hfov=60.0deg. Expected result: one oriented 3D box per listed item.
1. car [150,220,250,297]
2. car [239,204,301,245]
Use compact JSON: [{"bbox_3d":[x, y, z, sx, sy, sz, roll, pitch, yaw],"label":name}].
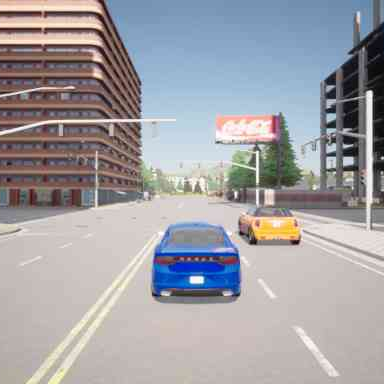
[{"bbox_3d":[0.085,1.478,8.639,1.882,1.535,5.008,0,0,0],"label":"car"},{"bbox_3d":[3.473,1.352,15.728,2.097,1.767,4.553,0,0,0],"label":"car"}]
